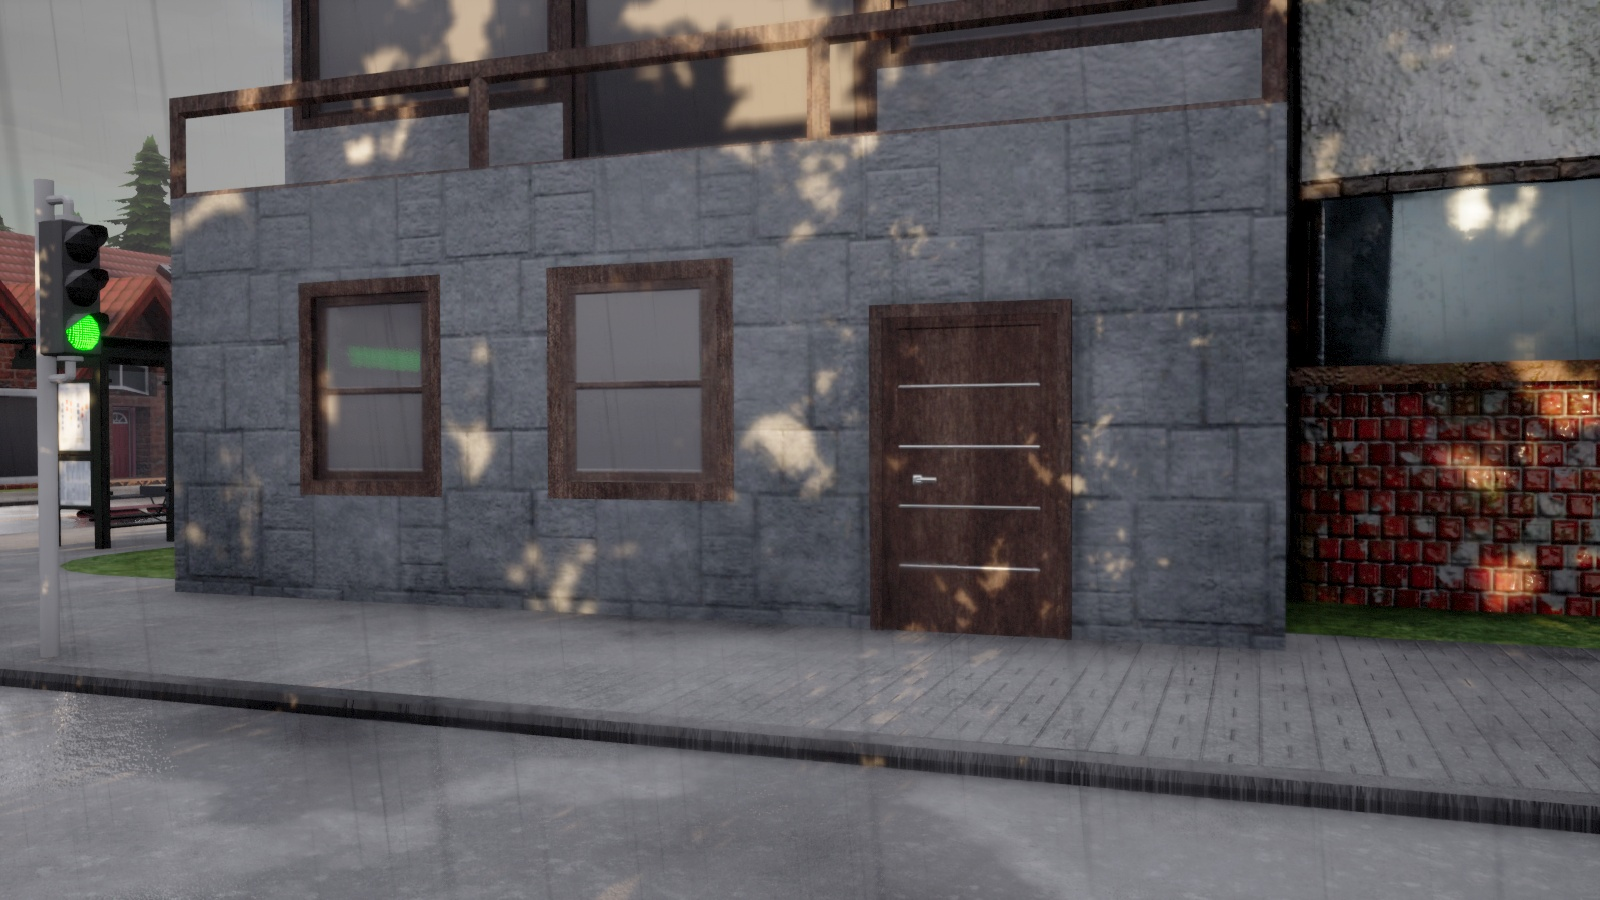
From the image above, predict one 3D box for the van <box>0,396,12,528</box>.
[{"bbox_3d":[-13.913,0.214,17.703,2.069,2.038,4.480,0,1,17],"label":"van"}]
